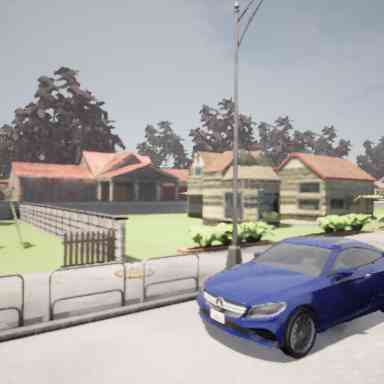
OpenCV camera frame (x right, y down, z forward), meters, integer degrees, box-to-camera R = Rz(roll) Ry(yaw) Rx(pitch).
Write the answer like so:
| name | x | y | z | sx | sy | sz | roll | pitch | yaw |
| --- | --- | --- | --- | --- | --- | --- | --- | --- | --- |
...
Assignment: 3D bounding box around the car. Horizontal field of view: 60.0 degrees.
| name | x | y | z | sx | sy | sz | roll | pitch | yaw |
| --- | --- | --- | --- | --- | --- | --- | --- | --- | --- |
| car | 2.272 | 1.585 | 6.214 | 4.674 | 1.442 | 1.812 | 1 | -1 | -35 |
